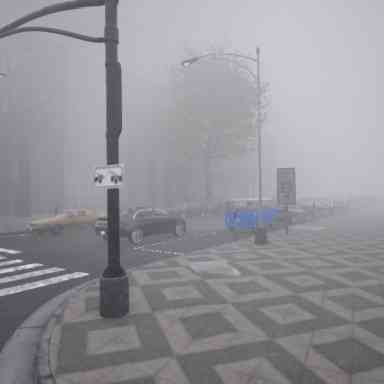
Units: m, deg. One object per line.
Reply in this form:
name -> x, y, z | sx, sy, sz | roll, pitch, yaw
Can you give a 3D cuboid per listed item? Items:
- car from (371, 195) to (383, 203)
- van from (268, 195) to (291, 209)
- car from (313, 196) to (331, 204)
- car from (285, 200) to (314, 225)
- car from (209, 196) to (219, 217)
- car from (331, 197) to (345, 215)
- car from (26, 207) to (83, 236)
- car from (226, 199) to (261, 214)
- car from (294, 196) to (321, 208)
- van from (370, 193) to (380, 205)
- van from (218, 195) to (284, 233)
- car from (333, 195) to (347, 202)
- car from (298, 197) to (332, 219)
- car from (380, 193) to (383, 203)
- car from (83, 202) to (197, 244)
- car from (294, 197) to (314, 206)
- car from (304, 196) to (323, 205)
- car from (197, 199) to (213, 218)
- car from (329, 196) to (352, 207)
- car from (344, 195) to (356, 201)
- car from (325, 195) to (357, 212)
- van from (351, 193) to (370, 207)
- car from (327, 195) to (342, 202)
car -> 34.996, 1.304, 62.334 | 1.947, 1.339, 4.313 | -1, -1, 36
van -> 11.839, 1.293, 44.756 | 1.690, 1.788, 3.998 | -1, 0, 36
car -> 24.200, 1.454, 61.926 | 2.008, 1.369, 4.403 | -1, -1, 36
car -> 6.536, 1.422, 22.792 | 1.947, 1.339, 4.313 | -1, 0, 36
car -> 2.570, 1.307, 31.878 | 2.192, 1.841, 5.009 | -1, 0, 36
car -> 12.861, 1.409, 31.579 | 1.802, 1.307, 4.206 | -1, 0, 36
car -> -6.802, 1.564, 18.862 | 1.752, 1.417, 4.829 | -1, 0, 36
car -> 5.662, 1.529, 36.170 | 2.008, 1.369, 4.403 | -1, 0, 36
car -> 15.943, 1.387, 45.730 | 2.128, 1.511, 4.902 | -1, -1, 36
van -> 28.669, 1.103, 53.549 | 1.690, 1.788, 3.998 | -1, -1, 36
van -> 3.371, 1.213, 18.400 | 1.690, 1.788, 3.998 | -1, 0, 36
car -> 33.148, 1.416, 74.357 | 1.887, 1.381, 4.507 | -1, -1, 36
car -> 9.698, 1.386, 27.185 | 1.887, 1.381, 4.507 | -1, 0, 36
car -> 31.933, 1.275, 58.078 | 1.752, 1.417, 4.829 | -1, -1, 36
car -> -2.186, 1.429, 15.408 | 2.128, 1.511, 4.902 | -1, -1, 36
car -> 18.021, 1.492, 53.340 | 1.947, 1.339, 4.313 | -1, 0, 36
car -> 21.011, 1.440, 57.495 | 1.752, 1.417, 4.829 | -1, -1, 36
car -> -0.517, 1.552, 27.584 | 1.887, 1.381, 4.507 | -1, 0, 36
car -> 21.785, 1.376, 48.710 | 2.033, 1.411, 5.357 | -1, -1, 36
car -> 39.509, 1.401, 83.195 | 2.008, 1.369, 4.403 | -1, -1, 36
car -> 16.023, 1.363, 35.973 | 2.008, 1.369, 4.403 | -1, 0, 36
van -> 22.344, 1.128, 44.761 | 1.690, 1.788, 3.998 | -1, 0, 36
car -> 29.967, 1.433, 69.938 | 2.008, 1.369, 4.403 | -1, -1, 36
